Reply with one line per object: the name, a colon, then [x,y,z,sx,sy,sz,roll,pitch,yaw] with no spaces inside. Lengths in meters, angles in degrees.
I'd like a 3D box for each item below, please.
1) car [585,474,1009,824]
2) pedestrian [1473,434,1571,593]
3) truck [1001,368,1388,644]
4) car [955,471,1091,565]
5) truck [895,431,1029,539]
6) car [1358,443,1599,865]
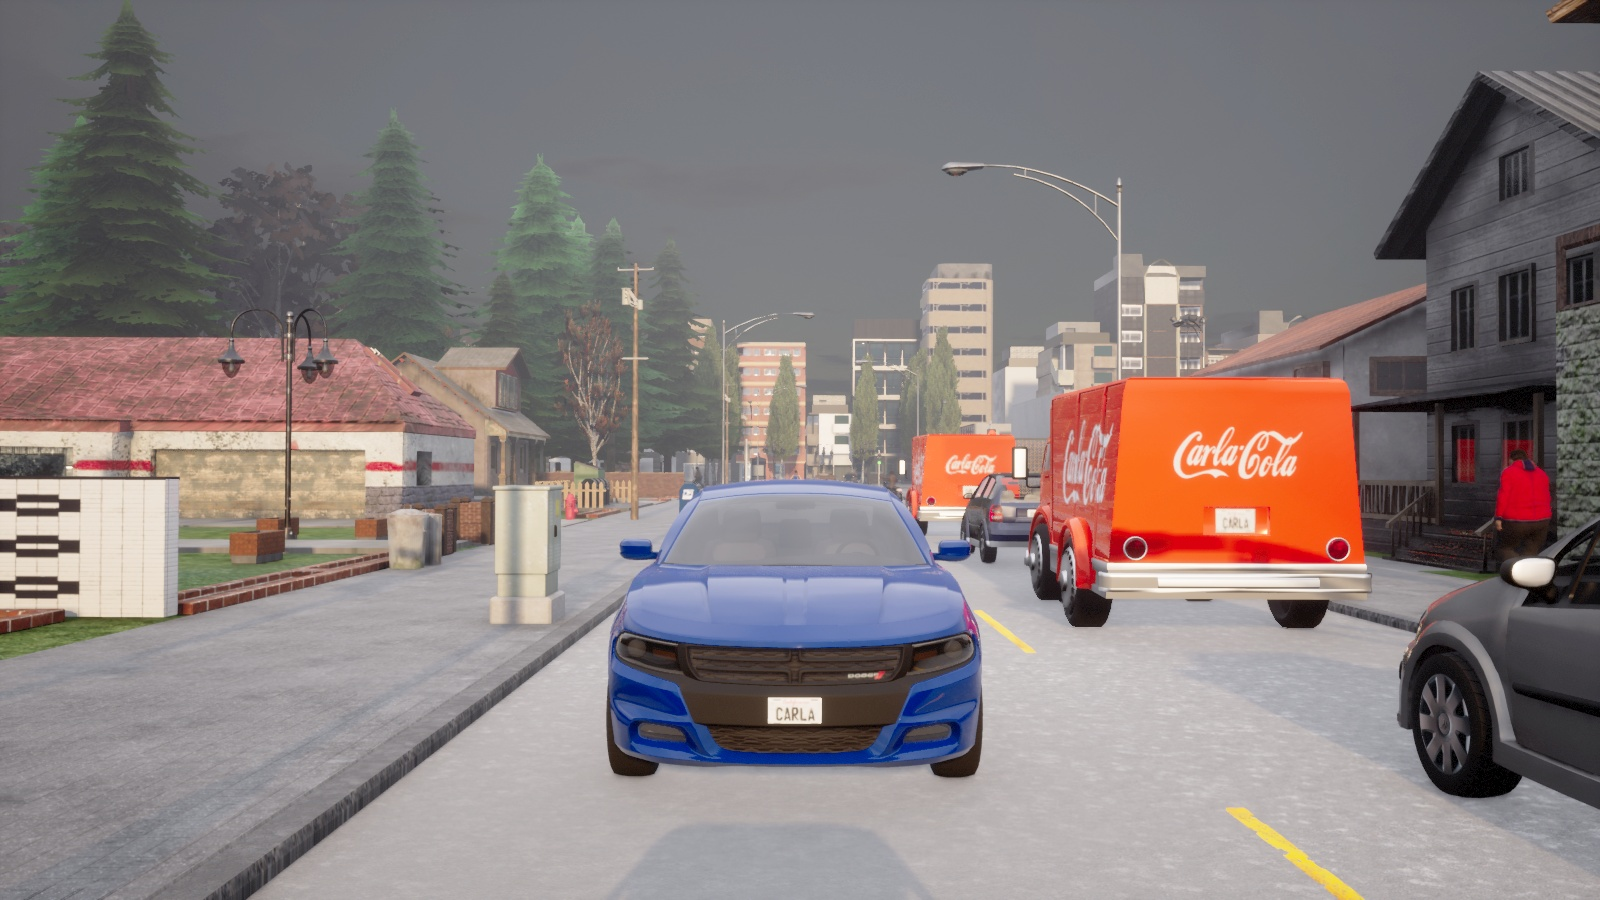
car: [-0.024,0.928,8.083,1.882,1.535,5.008,0,-1,0]
pedestrian: [8.586,0.741,14.967,0.634,1.844,0.899,0,-1,0]
truck: [3.953,0.544,13.861,2.627,2.467,5.204,0,-1,0]
car: [3.938,1.158,22.732,1.789,1.549,3.705,0,-1,0]
truck: [3.919,0.840,31.491,2.627,2.467,5.204,0,-1,-1]
car: [3.986,0.778,4.860,1.851,1.617,3.988,0,-1,0]
